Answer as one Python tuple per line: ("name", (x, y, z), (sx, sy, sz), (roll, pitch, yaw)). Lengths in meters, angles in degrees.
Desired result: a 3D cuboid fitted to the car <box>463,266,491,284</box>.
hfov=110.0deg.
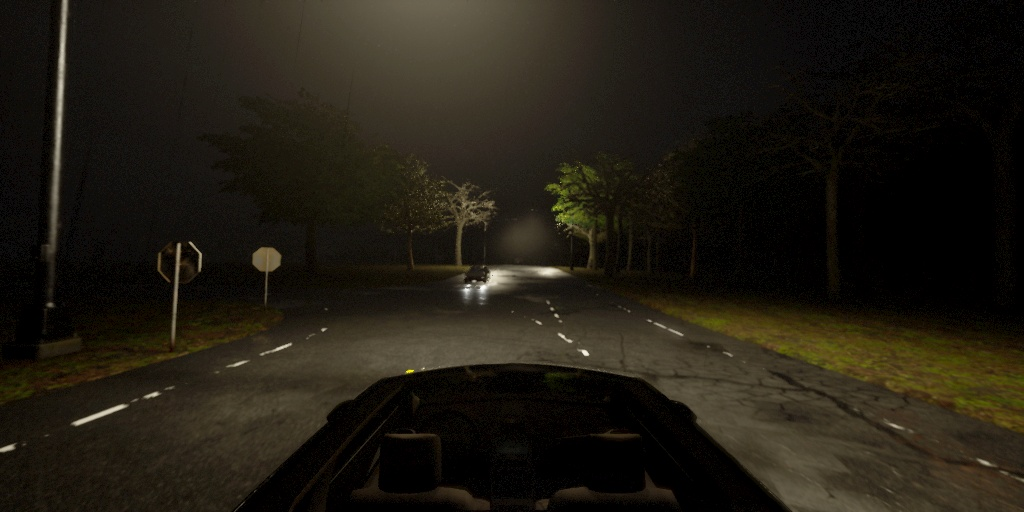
("car", (-2.902, 1.576, 31.033), (2.033, 1.411, 5.357), (1, 0, 2))
